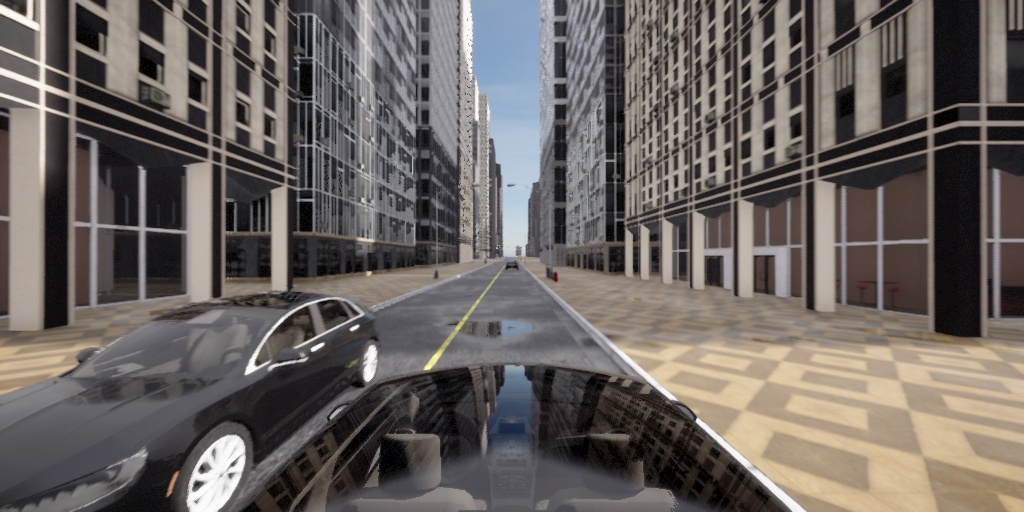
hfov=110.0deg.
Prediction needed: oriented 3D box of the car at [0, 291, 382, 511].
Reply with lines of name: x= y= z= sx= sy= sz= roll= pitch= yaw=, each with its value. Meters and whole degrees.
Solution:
car: x=-3.089 y=1.253 z=4.165 sx=1.837 sy=1.490 sz=4.892 roll=0 pitch=1 yaw=0

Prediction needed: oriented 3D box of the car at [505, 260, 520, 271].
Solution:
car: x=0.018 y=1.254 z=50.486 sx=1.837 sy=1.490 sz=4.892 roll=0 pitch=0 yaw=0
